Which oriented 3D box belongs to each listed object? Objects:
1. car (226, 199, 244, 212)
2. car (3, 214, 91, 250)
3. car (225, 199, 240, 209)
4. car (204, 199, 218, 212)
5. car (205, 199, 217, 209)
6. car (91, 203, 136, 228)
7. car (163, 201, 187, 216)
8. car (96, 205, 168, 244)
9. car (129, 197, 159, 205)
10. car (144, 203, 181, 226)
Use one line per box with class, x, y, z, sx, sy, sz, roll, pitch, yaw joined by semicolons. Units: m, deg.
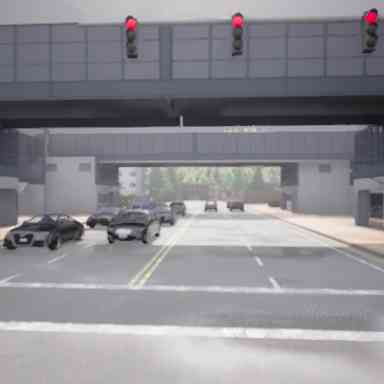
car;6.110;1.896;45.688;1.837;1.490;4.892;0;0;3
car;-6.377;1.678;14.808;1.994;1.385;4.181;0;0;4
car;6.679;1.961;55.059;2.128;1.511;4.902;0;0;3
car;2.603;1.933;45.673;2.033;1.411;5.357;0;0;3
car;3.190;1.944;55.343;1.882;1.535;5.008;0;0;3
car;-5.824;1.739;23.993;2.033;1.411;5.357;0;0;3
car;-1.583;1.802;35.899;1.837;1.490;4.892;0;0;4
car;-2.748;1.627;16.645;2.128;1.511;4.902;0;0;5
car;-5.171;1.501;34.499;2.150;2.045;5.566;0;0;3
car;-2.220;1.774;25.539;1.994;1.385;4.181;0;0;3
